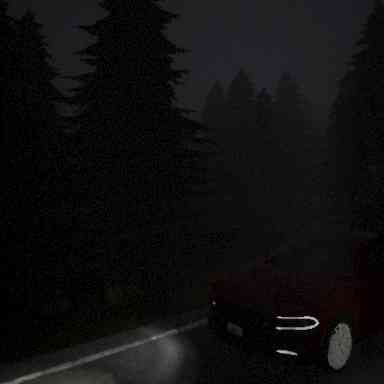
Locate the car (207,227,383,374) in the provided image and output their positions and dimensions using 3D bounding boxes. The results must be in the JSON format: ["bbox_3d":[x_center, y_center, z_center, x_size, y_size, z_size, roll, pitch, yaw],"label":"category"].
[{"bbox_3d":[2.467,1.433,5.783,5.008,1.535,1.882,-1,0,-39],"label":"car"}]
